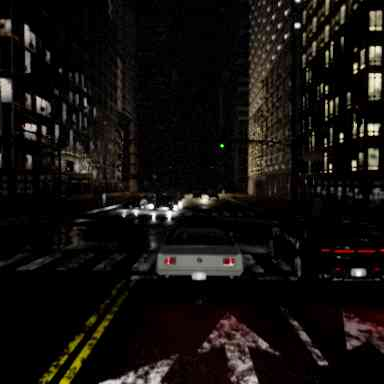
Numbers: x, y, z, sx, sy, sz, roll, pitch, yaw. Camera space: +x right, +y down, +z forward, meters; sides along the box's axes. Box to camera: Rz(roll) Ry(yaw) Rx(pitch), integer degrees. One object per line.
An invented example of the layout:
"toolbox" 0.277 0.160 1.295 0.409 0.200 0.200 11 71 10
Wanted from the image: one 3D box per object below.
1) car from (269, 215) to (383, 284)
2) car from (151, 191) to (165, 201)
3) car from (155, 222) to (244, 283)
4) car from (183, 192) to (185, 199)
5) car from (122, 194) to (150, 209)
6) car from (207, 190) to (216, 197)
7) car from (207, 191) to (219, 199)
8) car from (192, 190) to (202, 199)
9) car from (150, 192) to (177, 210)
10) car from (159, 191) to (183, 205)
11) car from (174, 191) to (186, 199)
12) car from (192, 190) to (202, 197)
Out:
"car" 3.441 1.398 9.197 1.837 1.490 4.892 0 0 1
"car" -5.707 0.668 56.349 1.837 1.490 4.892 0 1 1
"car" 0.203 1.492 9.214 1.895 1.301 4.718 0 0 1
"car" -2.521 0.814 53.334 1.895 1.301 4.718 0 1 1
"car" -6.072 1.018 35.800 2.033 1.411 5.357 0 1 1
"car" 4.390 0.310 75.597 1.895 1.301 4.718 0 1 1
"car" 4.230 0.590 65.154 2.033 1.411 5.357 0 1 1
"car" 0.987 0.632 65.652 1.895 1.301 4.718 0 1 1
"car" -2.844 1.027 34.008 1.812 1.442 4.674 0 1 1
"car" -2.703 0.855 43.253 2.128 1.511 4.902 0 1 1
"car" -2.292 0.602 63.818 2.033 1.411 5.357 0 1 1
"car" 1.140 0.236 75.616 2.128 1.511 4.902 0 1 1
